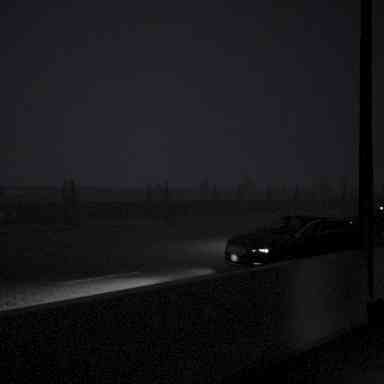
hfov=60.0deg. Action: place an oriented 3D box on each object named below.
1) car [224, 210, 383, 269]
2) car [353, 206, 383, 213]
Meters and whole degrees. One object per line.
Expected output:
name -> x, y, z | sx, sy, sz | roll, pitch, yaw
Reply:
car -> 3.222, 1.458, 9.970 | 4.902, 1.511, 2.128 | 0, 0, -31
car -> 8.995, 1.546, 17.273 | 4.718, 1.301, 1.895 | 0, 0, -29
